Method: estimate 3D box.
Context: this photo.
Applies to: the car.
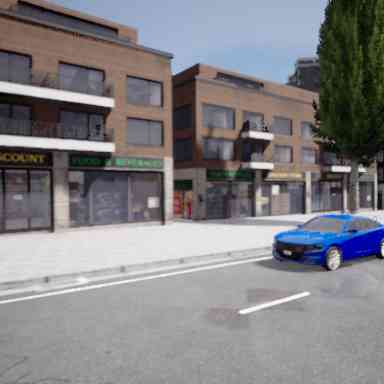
[{"bbox_3d":[4.805,1.491,11.096,5.008,1.535,1.882,0,0,-35],"label":"car"}]
